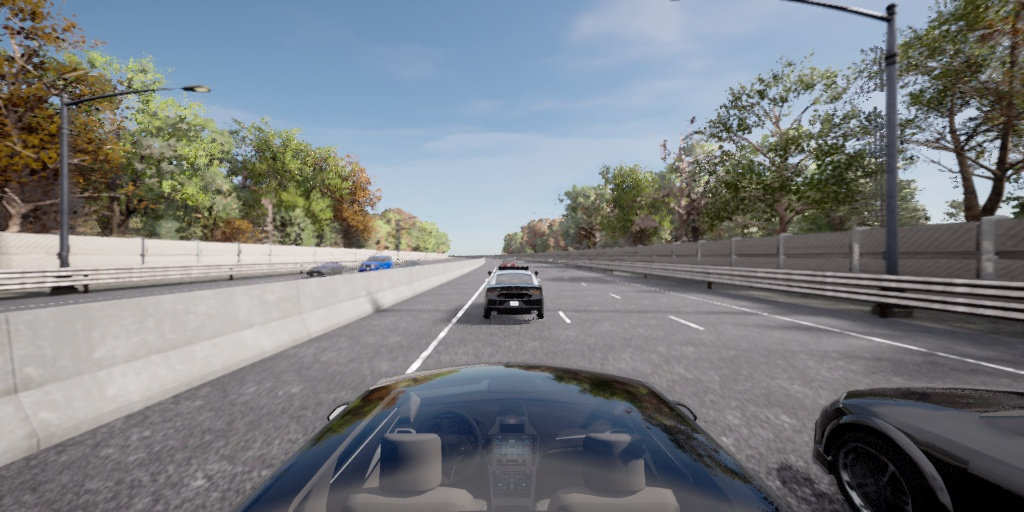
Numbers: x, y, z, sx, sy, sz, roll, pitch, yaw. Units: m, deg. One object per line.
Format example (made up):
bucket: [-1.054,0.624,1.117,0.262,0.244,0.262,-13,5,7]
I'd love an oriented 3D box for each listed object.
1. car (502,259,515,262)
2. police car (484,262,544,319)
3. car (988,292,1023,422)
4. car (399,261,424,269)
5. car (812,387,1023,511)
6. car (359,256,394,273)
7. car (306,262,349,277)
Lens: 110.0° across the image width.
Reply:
car: [-0.409,1.117,43.027,2.097,1.767,4.553,0,0,-1]
police car: [0.049,1.179,13.018,1.930,1.638,5.238,0,0,0]
car: [7.092,1.226,2.127,1.882,1.535,5.008,0,0,0]
car: [-11.026,1.267,39.651,1.837,1.490,4.892,0,0,-1]
car: [3.592,1.313,1.350,1.994,1.385,4.181,0,0,0]
car: [-14.504,0.983,38.760,2.150,2.045,5.566,0,0,-1]
car: [-17.938,1.308,35.217,2.033,1.411,5.357,0,0,-1]
